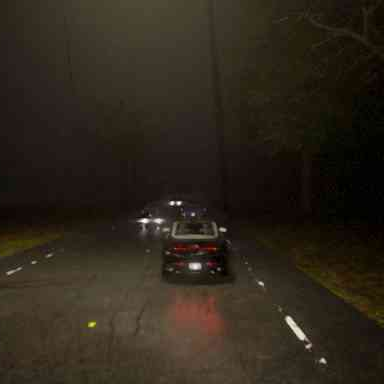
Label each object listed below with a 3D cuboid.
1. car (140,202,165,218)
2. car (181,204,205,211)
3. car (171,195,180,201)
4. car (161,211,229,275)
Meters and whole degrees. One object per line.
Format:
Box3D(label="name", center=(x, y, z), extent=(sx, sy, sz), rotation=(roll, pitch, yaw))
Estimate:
Box3D(label="car", center=(-3.605, 1.661, 31.497), extent=(2.033, 1.411, 5.357), rotation=(0, 0, 0))
Box3D(label="car", center=(0.089, 1.671, 26.327), extent=(2.033, 1.411, 5.357), rotation=(0, 0, 0))
Box3D(label="car", center=(-3.514, 1.274, 72.348), extent=(1.895, 1.301, 4.718), rotation=(0, 1, 0))
Box3D(label="car", center=(0.084, 1.598, 10.720), extent=(1.837, 1.490, 4.892), rotation=(0, 0, 0))
